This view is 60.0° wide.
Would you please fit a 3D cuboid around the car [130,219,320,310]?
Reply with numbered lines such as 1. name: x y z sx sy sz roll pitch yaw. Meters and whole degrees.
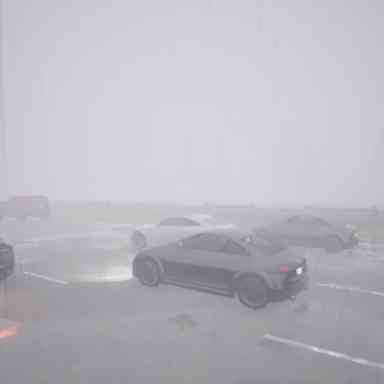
1. car: 0.552 1.572 7.905 4.181 1.385 1.994 0 0 36

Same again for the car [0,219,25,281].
1. car: -6.498 1.525 8.649 4.892 1.490 1.837 0 0 36

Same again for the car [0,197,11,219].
1. car: -15.541 1.274 23.725 5.566 2.045 2.150 0 0 36

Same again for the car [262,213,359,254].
1. car: 4.537 1.572 13.665 4.181 1.385 1.994 0 0 36

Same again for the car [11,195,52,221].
1. car: -13.499 1.274 26.569 5.566 2.045 2.150 0 0 36

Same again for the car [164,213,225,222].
1. car: -0.291 1.540 12.797 4.674 1.442 1.812 0 0 35
